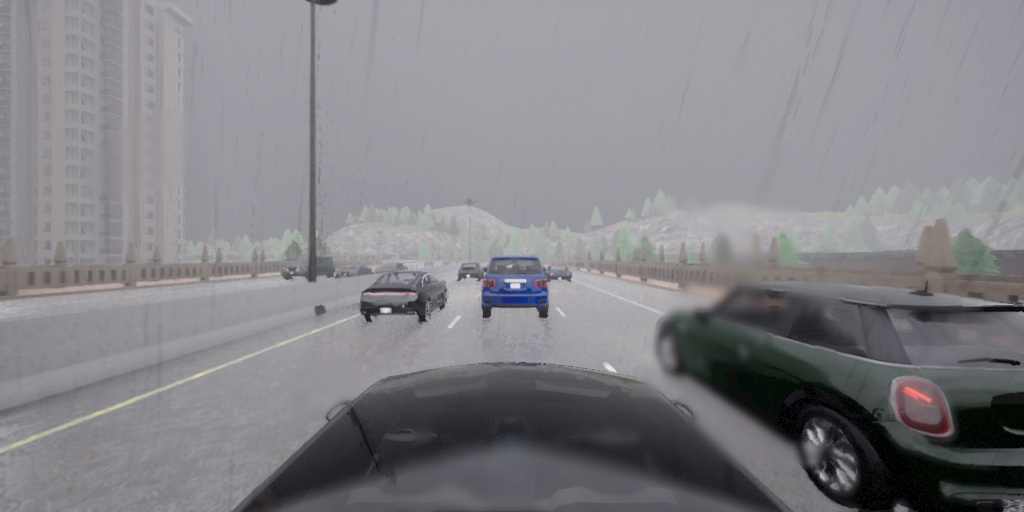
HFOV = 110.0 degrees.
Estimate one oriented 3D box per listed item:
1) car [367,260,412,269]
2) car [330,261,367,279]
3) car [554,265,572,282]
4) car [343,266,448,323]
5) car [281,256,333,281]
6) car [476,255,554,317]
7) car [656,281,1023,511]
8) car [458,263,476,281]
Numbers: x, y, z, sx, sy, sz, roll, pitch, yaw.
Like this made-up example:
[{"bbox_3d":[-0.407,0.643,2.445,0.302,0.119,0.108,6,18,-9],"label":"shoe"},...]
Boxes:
[{"bbox_3d":[-10.601,1.317,31.435,1.837,1.490,4.892,0,0,0],"label":"car"},{"bbox_3d":[-14.098,1.379,32.287,1.994,1.385,4.181,0,0,0],"label":"car"},{"bbox_3d":[3.596,1.405,29.123,1.895,1.301,4.718,0,0,0],"label":"car"},{"bbox_3d":[-3.401,1.255,12.090,2.128,1.511,4.902,0,0,0],"label":"car"},{"bbox_3d":[-17.601,1.036,31.420,2.150,2.045,5.566,0,0,0],"label":"car"},{"bbox_3d":[0.098,0.987,13.327,2.150,2.045,5.566,0,0,0],"label":"car"},{"bbox_3d":[3.599,1.106,4.526,2.097,1.767,4.553,0,0,0],"label":"car"},{"bbox_3d":[-3.404,1.313,30.330,1.837,1.490,4.892,0,0,0],"label":"car"}]
